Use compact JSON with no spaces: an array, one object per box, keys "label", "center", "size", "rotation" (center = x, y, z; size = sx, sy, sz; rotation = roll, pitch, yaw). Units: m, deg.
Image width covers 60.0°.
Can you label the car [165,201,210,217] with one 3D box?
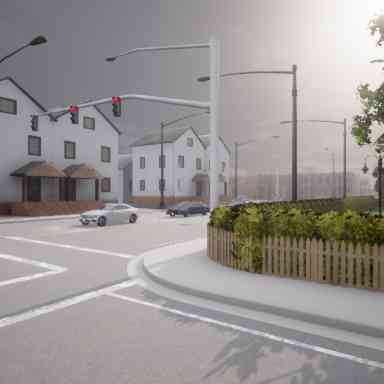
[{"label":"car","center":[-0.188,1.549,31.387],"size":[2.033,1.411,5.357],"rotation":[0,0,35]}]

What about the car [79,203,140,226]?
[{"label":"car","center":[-5.678,1.528,23.439],"size":[1.812,1.442,4.674],"rotation":[0,0,35]}]

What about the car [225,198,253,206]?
[{"label":"car","center":[5.691,1.493,39.874],"size":[2.128,1.511,4.902],"rotation":[0,0,35]}]
